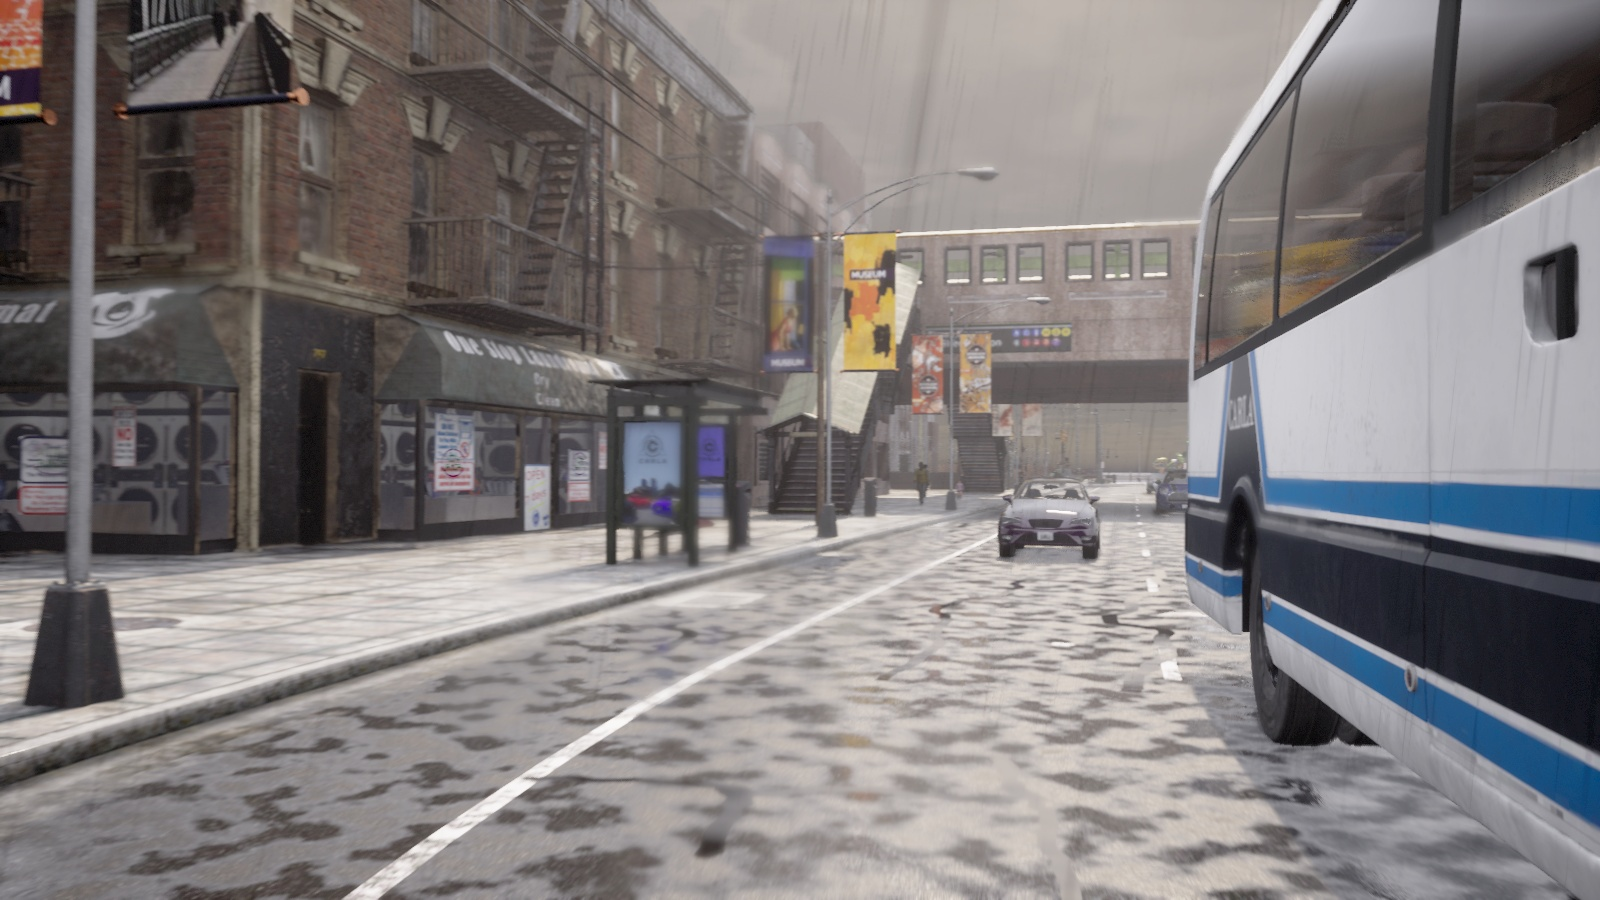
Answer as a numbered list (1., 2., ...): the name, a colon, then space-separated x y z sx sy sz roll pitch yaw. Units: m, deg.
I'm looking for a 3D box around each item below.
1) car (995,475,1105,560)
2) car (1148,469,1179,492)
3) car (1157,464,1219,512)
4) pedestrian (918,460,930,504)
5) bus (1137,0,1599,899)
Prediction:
1. car: 4.880 1.218 24.111 1.816 1.474 4.193 0 -1 15
2. car: 27.024 2.234 93.480 2.033 1.649 4.856 0 -1 15
3. car: 15.123 1.453 49.126 2.097 1.767 4.553 0 -1 15
4. pedestrian: 5.151 1.329 52.073 0.431 1.840 0.709 0 -1 9
5. bus: 3.728 -0.497 4.517 3.944 4.253 10.273 -1 -1 10
